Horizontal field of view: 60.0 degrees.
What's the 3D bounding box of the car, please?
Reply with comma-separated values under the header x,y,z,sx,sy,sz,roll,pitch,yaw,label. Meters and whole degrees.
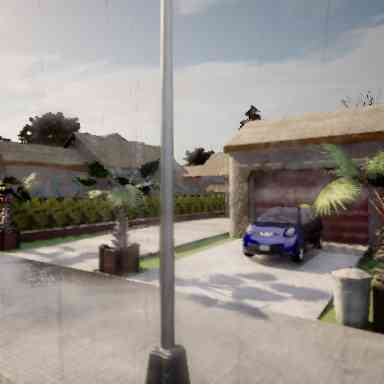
x,y,z,sx,sy,sz,roll,pitch,yaw,label
2.922,1.178,10.459,1.845,1.501,3.633,0,0,33,car
